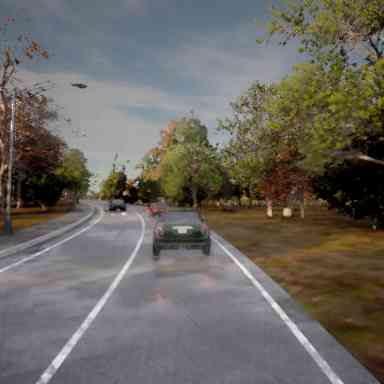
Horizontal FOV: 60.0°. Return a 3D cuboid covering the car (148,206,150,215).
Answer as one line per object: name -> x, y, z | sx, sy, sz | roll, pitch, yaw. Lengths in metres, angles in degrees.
car -> -3.158, 1.686, 31.733 | 1.895, 1.301, 4.718 | 1, 0, -12

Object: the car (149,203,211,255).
car -> -0.484, 1.393, 13.670 | 2.097, 1.767, 4.553 | 0, 0, -4

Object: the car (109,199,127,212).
car -> -8.818, 1.556, 39.227 | 2.033, 1.411, 5.357 | 1, 0, -16
